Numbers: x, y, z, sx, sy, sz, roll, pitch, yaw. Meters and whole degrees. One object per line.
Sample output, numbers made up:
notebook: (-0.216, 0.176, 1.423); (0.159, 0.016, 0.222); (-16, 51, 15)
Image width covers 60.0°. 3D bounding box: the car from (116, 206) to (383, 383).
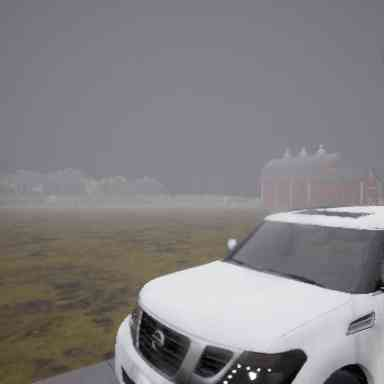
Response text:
car: (1.884, 1.238, 4.296); (5.566, 2.045, 2.150); (0, 0, -36)
